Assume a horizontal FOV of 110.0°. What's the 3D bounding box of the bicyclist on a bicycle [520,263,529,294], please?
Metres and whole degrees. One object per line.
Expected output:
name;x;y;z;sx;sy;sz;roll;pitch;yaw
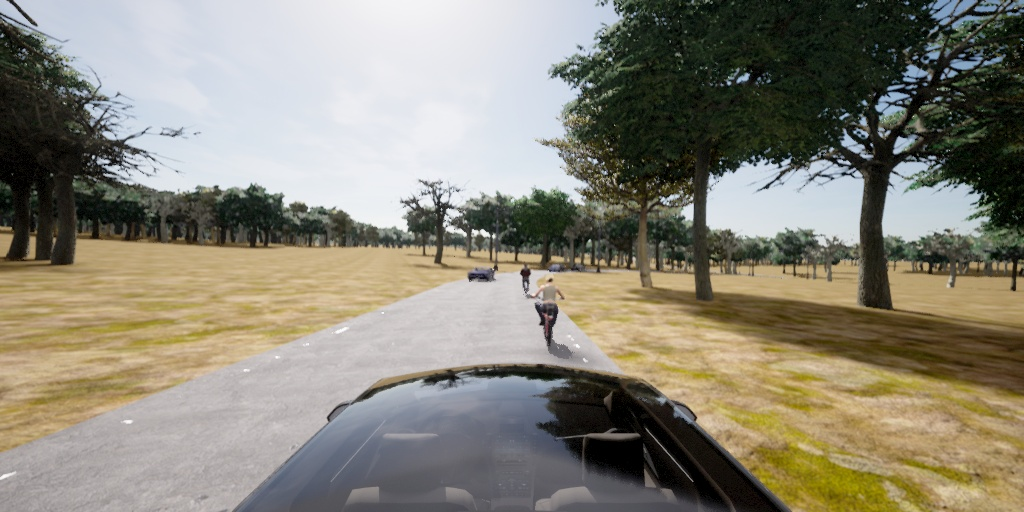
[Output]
bicyclist on a bicycle;0.732;1.270;19.391;0.659;1.776;1.843;0;1;0

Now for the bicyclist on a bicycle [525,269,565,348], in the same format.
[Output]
bicyclist on a bicycle;0.842;1.216;8.412;0.866;1.612;1.509;2;0;0

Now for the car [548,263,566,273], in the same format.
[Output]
car;7.837;2.149;62.018;2.033;1.411;5.357;1;-1;23

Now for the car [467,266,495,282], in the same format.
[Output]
car;-2.754;1.610;32.561;1.895;1.301;4.718;1;-1;5
